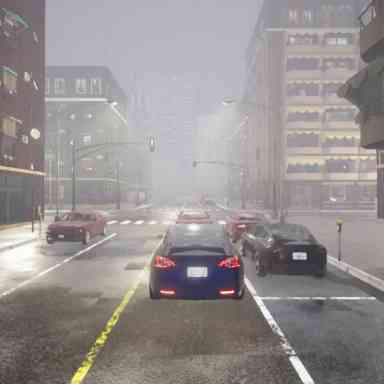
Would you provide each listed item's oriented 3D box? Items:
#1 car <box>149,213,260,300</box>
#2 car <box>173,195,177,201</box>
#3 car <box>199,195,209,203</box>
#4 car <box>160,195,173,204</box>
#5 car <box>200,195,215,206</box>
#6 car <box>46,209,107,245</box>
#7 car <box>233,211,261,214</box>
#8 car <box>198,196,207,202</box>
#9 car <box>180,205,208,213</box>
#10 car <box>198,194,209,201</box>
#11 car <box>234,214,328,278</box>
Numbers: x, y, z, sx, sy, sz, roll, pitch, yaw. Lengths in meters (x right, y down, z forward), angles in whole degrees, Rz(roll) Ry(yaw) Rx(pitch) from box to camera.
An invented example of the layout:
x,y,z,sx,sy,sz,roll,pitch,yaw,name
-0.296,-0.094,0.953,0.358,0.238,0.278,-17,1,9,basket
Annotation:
x,y,z,sx,sy,sz,roll,pitch,yaw,name
0.102,1.506,8.413,2.163,1.488,4.792,0,0,0,car
-5.294,1.623,87.884,1.887,1.381,4.507,1,0,0,car
2.585,1.493,70.826,1.967,1.590,4.097,1,0,0,car
-5.313,1.597,65.126,2.008,1.369,4.403,1,0,0,car
2.711,1.577,53.757,1.887,1.381,4.507,1,0,0,car
-5.271,1.550,15.674,1.887,1.381,4.507,1,0,0,car
2.576,1.550,15.700,1.887,1.381,4.507,1,0,0,car
2.585,1.635,82.205,1.947,1.339,4.313,1,0,0,car
0.097,1.607,18.136,1.895,1.301,4.718,0,0,0,car
2.617,1.359,63.702,2.192,1.841,5.009,1,0,0,car
2.575,1.569,10.030,1.947,1.339,4.313,1,0,0,car
